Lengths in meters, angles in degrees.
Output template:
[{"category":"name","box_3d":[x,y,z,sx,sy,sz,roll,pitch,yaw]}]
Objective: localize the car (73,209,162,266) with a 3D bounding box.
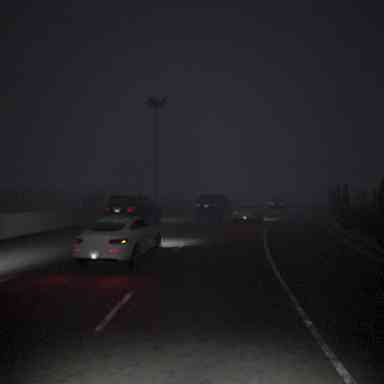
[{"category":"car","box_3d":[-2.396,1.521,11.444,1.812,1.442,4.674,0,0,7]}]

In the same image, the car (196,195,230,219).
[{"category":"car","box_3d":[2.037,1.237,29.437,2.150,2.045,5.566,0,0,19]}]

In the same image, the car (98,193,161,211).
[{"category":"car","box_3d":[-3.795,1.216,22.399,2.150,2.045,5.566,0,0,14]}]

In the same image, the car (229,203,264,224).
[{"category":"car","box_3d":[4.367,1.547,25.307,1.812,1.442,4.674,0,0,17]}]

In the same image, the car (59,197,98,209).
[{"category":"car","box_3d":[-9.452,1.470,28.606,2.128,1.511,4.902,0,0,17]}]

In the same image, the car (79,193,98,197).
[{"category":"car","box_3d":[-12.576,1.187,40.632,2.150,2.045,5.566,0,0,23]}]

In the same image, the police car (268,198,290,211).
[{"category":"police car","box_3d":[10.897,1.554,41.343,2.038,1.542,4.974,0,0,24]}]
